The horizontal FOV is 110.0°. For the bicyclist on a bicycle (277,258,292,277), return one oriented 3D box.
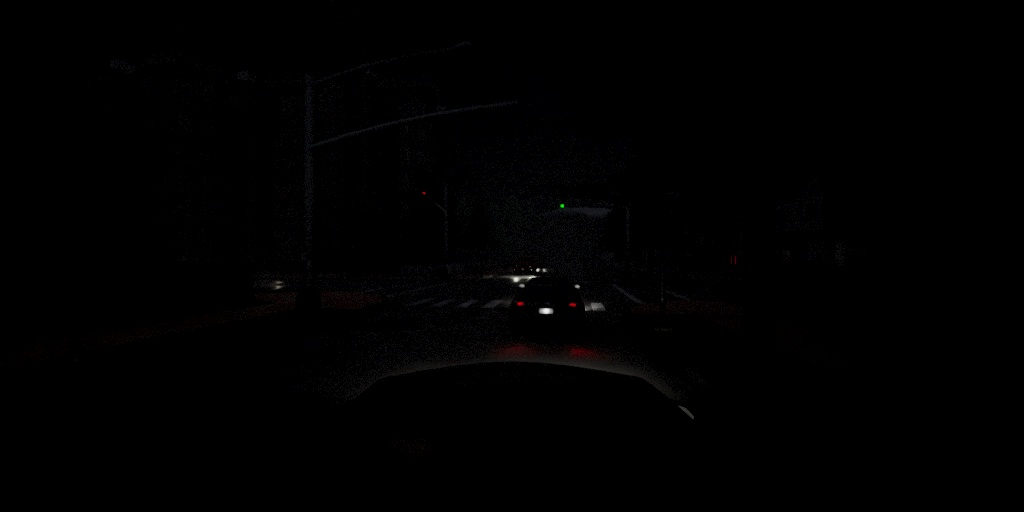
[{"bbox_3d":[-20.044,1.028,31.588,0.582,1.620,1.656,0,0,11],"label":"bicyclist on a bicycle"}]

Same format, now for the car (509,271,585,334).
[{"bbox_3d":[1.100,1.322,10.764,1.994,1.385,4.181,0,0,8],"label":"car"}]

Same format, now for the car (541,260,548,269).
[{"bbox_3d":[4.871,1.395,59.501,1.994,1.385,4.181,0,0,10],"label":"car"}]

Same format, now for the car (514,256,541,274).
[{"bbox_3d":[1.621,1.032,40.738,2.150,2.045,5.566,0,0,10],"label":"car"}]
